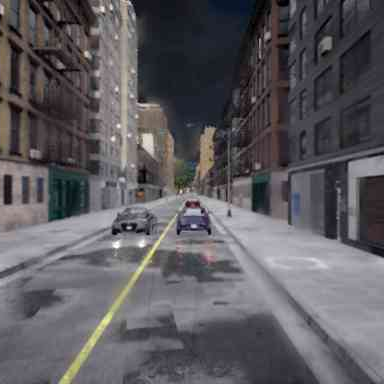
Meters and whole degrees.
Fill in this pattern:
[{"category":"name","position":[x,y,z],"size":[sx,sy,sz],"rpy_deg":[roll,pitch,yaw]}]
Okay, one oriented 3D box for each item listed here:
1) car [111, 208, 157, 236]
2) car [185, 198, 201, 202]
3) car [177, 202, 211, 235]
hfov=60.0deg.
[{"category":"car","position":[-3.074,1.555,18.262],"size":[1.994,1.385,4.181],"rpy_deg":[0,0,0]},{"category":"car","position":[0.108,1.456,42.581],"size":[1.882,1.535,5.008],"rpy_deg":[0,0,0]},{"category":"car","position":[0.103,1.516,18.815],"size":[1.812,1.442,4.674],"rpy_deg":[0,0,0]}]
